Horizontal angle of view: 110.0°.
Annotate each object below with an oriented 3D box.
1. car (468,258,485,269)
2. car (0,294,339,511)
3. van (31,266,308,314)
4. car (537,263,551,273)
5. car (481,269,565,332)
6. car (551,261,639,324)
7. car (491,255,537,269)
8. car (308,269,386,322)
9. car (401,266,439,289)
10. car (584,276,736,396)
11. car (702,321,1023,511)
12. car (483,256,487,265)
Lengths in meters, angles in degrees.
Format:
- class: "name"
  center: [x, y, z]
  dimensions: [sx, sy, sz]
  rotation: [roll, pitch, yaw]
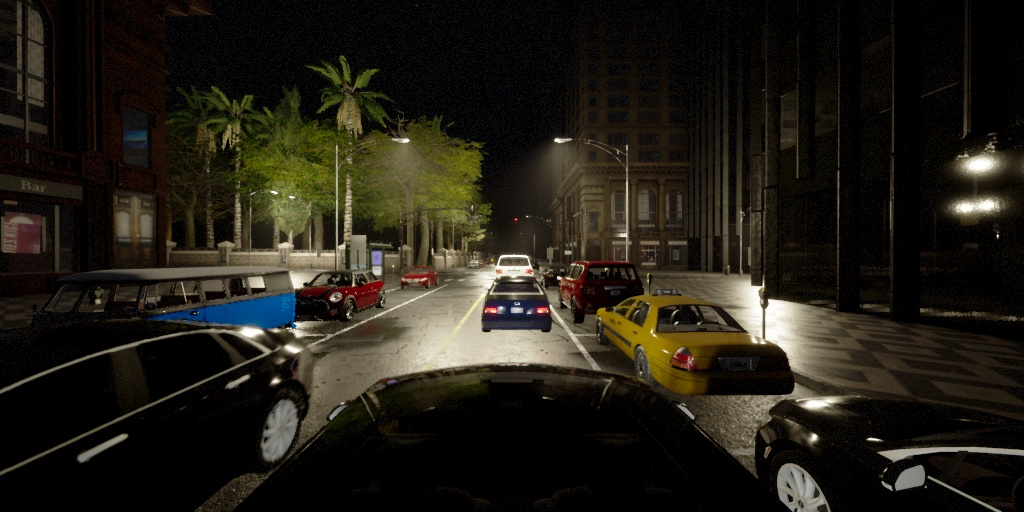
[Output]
- class: "car"
  center: [-5.736, 1.274, 54.664]
  dimensions: [2.007, 1.370, 4.403]
  rotation: [0, 0, 0]
- class: "car"
  center: [-3.098, 1.255, 2.012]
  dimensions: [1.837, 1.490, 4.892]
  rotation: [0, 0, 0]
- class: "van"
  center: [-5.761, 1.090, 6.526]
  dimensions: [1.690, 1.789, 3.998]
  rotation: [0, 0, 0]
- class: "car"
  center: [2.773, 1.310, 22.783]
  dimensions: [1.948, 1.339, 4.313]
  rotation: [0, 0, 0]
- class: "car"
  center: [0.107, 1.296, 10.753]
  dimensions: [2.033, 1.411, 5.357]
  rotation: [0, 0, 0]
- class: "car"
  center: [2.767, 1.063, 11.932]
  dimensions: [2.192, 1.841, 5.009]
  rotation: [0, 0, 0]
- class: "car"
  center: [0.110, 0.968, 21.324]
  dimensions: [2.150, 2.045, 5.566]
  rotation: [0, 0, 0]
- class: "car"
  center: [-5.758, 1.188, 11.952]
  dimensions: [1.967, 1.591, 4.097]
  rotation: [0, 0, 0]
- class: "car"
  center: [-5.753, 1.327, 22.805]
  dimensions: [1.802, 1.307, 4.207]
  rotation: [0, 0, 0]
- class: "car"
  center: [2.765, 1.275, 6.677]
  dimensions: [1.751, 1.417, 4.829]
  rotation: [0, 0, 0]
- class: "car"
  center: [2.762, 1.300, 1.082]
  dimensions: [2.007, 1.370, 4.403]
  rotation: [0, 0, 0]
- class: "car"
  center: [-5.733, 1.159, 60.085]
  dimensions: [1.967, 1.591, 4.097]
  rotation: [0, 0, 0]
